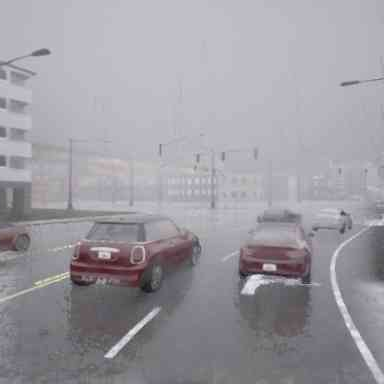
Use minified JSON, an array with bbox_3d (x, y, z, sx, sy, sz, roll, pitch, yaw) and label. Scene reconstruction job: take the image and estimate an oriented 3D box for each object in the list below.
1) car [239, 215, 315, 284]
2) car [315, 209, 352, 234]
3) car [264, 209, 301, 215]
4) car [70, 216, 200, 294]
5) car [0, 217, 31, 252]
[{"bbox_3d":[2.647,1.644,10.048,1.812,1.442,4.674,0,-1,21],"label":"car"},{"bbox_3d":[9.112,1.799,21.581,1.812,1.442,4.674,0,-1,33],"label":"car"},{"bbox_3d":[6.359,1.882,23.765,1.895,1.301,4.718,0,-1,33],"label":"car"},{"bbox_3d":[-1.291,1.443,9.384,2.097,1.767,4.553,0,-1,18],"label":"car"},{"bbox_3d":[-7.982,1.651,11.979,1.994,1.385,4.181,0,-1,20],"label":"car"}]
